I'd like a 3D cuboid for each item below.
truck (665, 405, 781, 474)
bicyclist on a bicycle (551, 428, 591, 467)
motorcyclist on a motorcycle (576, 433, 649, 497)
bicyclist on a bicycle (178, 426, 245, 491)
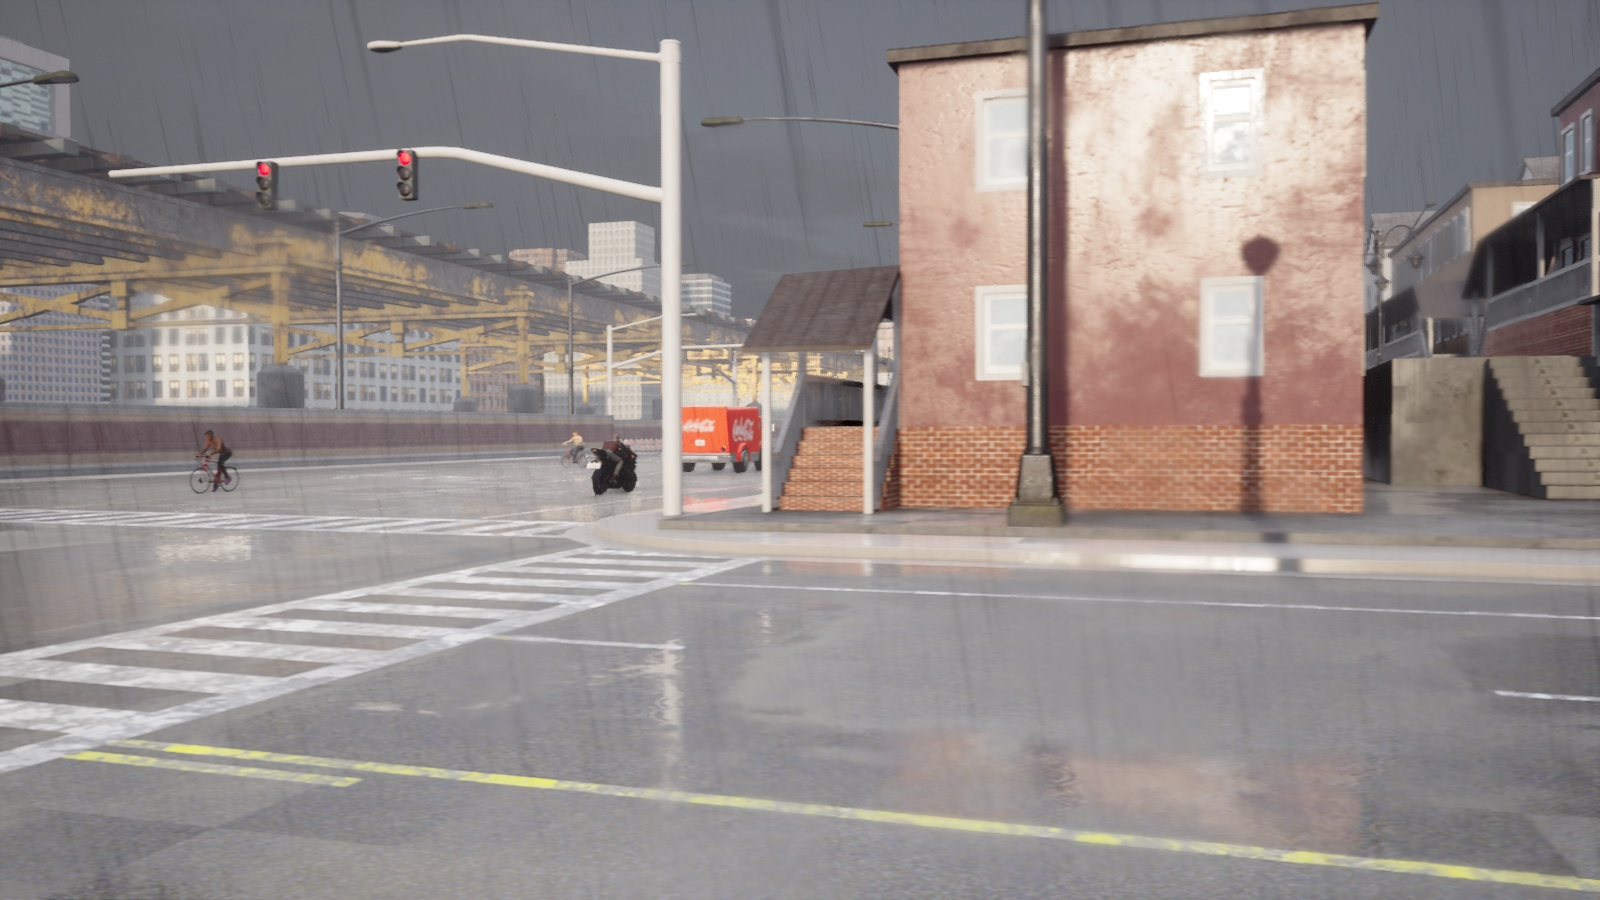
[{"bbox_3d":[-2.848,-0.436,47.798,2.627,2.467,5.204,1,1,19],"label":"truck"},{"bbox_3d":[-9.707,-0.125,53.257,0.866,1.612,1.509,1,1,36],"label":"bicyclist on a bicycle"},{"bbox_3d":[-4.667,0.341,31.447,0.866,1.530,2.191,0,1,19],"label":"motorcyclist on a motorcycle"},{"bbox_3d":[-15.280,0.200,32.638,0.582,1.620,1.656,1,1,19],"label":"bicyclist on a bicycle"}]
